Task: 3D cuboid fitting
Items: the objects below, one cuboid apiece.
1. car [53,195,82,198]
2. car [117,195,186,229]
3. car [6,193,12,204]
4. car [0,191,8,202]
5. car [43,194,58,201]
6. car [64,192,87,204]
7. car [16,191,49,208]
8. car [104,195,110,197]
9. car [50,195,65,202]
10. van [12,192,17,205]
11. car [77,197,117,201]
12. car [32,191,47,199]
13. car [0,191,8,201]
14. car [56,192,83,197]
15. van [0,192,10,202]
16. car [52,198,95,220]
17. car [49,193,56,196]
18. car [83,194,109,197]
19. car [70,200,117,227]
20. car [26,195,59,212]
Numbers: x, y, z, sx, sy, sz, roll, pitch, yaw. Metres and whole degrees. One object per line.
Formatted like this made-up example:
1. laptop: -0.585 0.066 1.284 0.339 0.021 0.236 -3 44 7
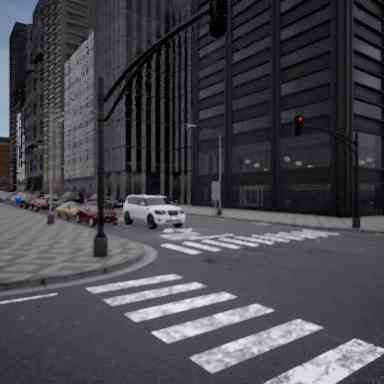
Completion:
1. car: -14.539 1.406 38.600 1.994 1.385 4.181 0 0 -35
2. car: -2.674 1.228 22.128 2.150 2.045 5.566 0 0 -36
3. car: -26.334 1.242 50.217 2.008 1.369 4.403 1 0 -36
4. car: -32.915 1.022 59.339 1.967 1.590 4.097 1 0 -36
5. car: -29.292 1.084 68.886 1.887 1.381 4.507 1 0 -36
6. car: -19.415 1.019 55.203 2.192 1.841 5.009 1 0 -36
7. car: -19.748 1.109 41.094 2.192 1.841 5.009 1 0 -36
8. car: -9.546 1.421 41.520 1.947 1.339 4.313 1 0 -36
9. car: -26.001 1.177 64.326 1.802 1.307 4.206 1 0 -36
10. van: -23.040 1.084 45.656 1.690 1.788 3.998 1 0 -36
11. car: -8.668 1.473 30.439 2.033 1.411 5.357 0 0 -35
12. car: -35.871 0.742 78.007 2.192 1.841 5.009 1 0 -36
13. car: -39.496 0.786 68.461 2.192 1.841 5.009 1 0 -36
14. car: -17.258 0.989 47.708 2.150 2.045 5.566 0 0 -38
15. van: -36.204 0.868 63.900 1.690 1.788 3.998 1 0 -36
16. car: -9.778 1.462 27.272 1.752 1.417 4.829 1 0 -36
17. car: -23.419 1.022 56.176 2.097 1.767 4.553 0 0 -36
18. car: -12.834 1.122 46.081 2.192 1.841 5.009 1 0 -36
19. car: -6.586 1.524 22.849 1.887 1.381 4.507 1 0 -36
20. car: -16.460 1.387 36.533 1.887 1.381 4.507 1 0 -36
